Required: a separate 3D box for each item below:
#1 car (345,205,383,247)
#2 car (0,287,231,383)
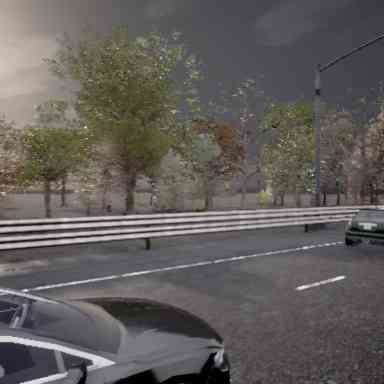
[{"bbox_3d":[8.541,1.409,14.141,4.553,1.767,2.097,0,0,-36],"label":"car"},{"bbox_3d":[-1.862,1.491,2.419,4.902,1.511,2.128,0,0,-36],"label":"car"}]
